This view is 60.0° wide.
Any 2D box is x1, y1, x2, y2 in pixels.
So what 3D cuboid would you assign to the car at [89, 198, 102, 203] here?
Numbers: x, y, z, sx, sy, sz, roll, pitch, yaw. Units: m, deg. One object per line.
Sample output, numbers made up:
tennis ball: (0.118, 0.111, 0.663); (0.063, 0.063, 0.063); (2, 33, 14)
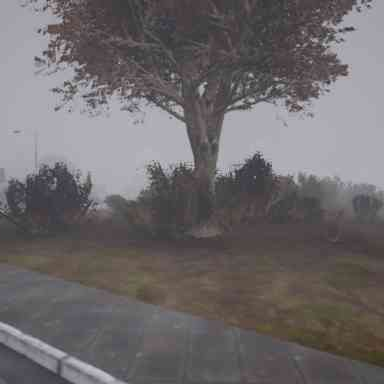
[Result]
car: (-15.632, 1.188, 48.403); (2.033, 1.411, 5.357); (1, 0, 33)
